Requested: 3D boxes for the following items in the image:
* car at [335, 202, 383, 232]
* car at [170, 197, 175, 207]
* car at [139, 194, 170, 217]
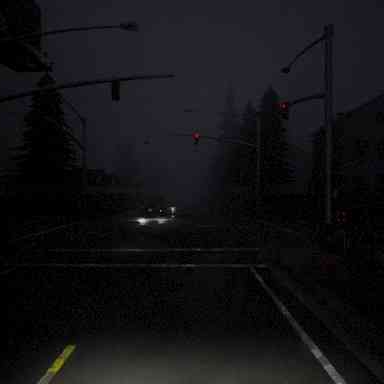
[{"bbox_3d":[10.338,1.312,17.944,4.892,1.490,1.837,0,0,-1],"label":"car"},{"bbox_3d":[-3.582,1.525,50.091,1.812,1.442,4.674,0,0,0],"label":"car"},{"bbox_3d":[-3.617,1.221,31.486,2.150,2.045,5.566,0,0,0],"label":"car"}]
